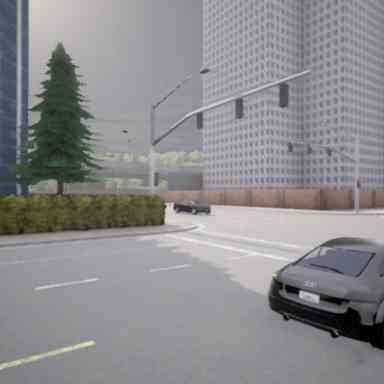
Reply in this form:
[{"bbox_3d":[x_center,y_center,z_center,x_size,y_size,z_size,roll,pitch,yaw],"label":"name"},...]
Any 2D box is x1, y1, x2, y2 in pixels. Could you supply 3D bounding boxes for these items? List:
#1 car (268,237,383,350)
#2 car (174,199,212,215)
[{"bbox_3d":[3.361,1.568,6.318,4.181,1.385,1.994,0,0,-38],"label":"car"},{"bbox_3d":[0.010,1.489,34.235,1.882,1.535,5.008,0,0,-35],"label":"car"}]
